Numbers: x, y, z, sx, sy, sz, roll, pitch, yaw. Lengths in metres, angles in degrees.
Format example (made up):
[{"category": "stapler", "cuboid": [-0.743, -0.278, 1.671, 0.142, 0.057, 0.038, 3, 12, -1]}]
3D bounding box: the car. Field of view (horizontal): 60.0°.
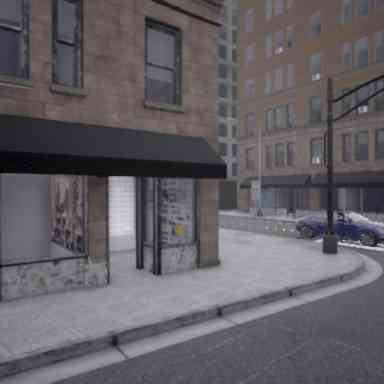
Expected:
[{"category": "car", "cuboid": [6.912, 1.534, 15.163, 1.812, 1.442, 4.674, 0, 0, -36]}]
